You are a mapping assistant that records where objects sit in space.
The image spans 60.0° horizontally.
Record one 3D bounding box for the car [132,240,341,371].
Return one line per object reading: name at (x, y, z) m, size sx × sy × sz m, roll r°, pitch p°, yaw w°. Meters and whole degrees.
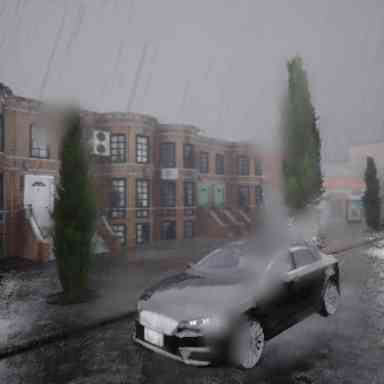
car at (1.162, 1.716, 6.221) m, size 2.128 × 1.511 × 4.902 m, roll -3°, pitch -3°, yaw 43°
